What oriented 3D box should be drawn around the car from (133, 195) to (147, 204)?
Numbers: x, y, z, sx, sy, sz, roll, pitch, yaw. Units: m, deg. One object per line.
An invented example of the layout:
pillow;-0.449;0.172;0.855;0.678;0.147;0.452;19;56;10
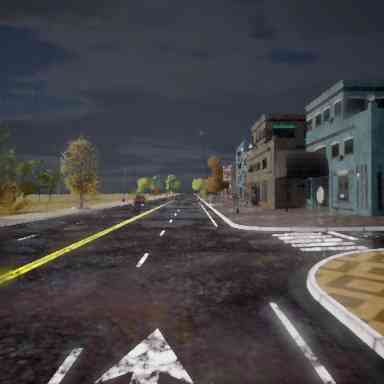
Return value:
car;-9.750;1.403;62.443;2.097;1.767;4.553;0;0;0
